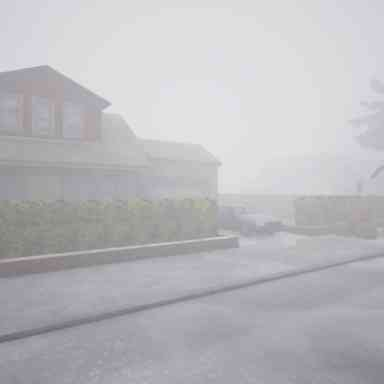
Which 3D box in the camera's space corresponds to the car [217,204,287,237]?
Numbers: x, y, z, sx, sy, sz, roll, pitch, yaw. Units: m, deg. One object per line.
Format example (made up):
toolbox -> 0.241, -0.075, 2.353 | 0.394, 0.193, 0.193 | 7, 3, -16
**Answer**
car -> 2.235, 1.356, 16.975 | 2.033, 1.415, 5.357 | 0, 0, -33
